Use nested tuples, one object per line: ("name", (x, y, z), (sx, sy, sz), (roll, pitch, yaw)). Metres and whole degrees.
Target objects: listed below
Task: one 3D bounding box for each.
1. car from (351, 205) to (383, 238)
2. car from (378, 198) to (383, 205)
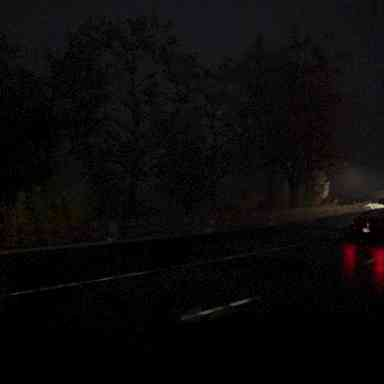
("car", (9.729, 1.609, 17.116), (4.674, 1.442, 1.812), (0, 0, -45))
("car", (36.155, 1.767, 61.842), (1.837, 1.490, 4.892), (0, 0, 14))
